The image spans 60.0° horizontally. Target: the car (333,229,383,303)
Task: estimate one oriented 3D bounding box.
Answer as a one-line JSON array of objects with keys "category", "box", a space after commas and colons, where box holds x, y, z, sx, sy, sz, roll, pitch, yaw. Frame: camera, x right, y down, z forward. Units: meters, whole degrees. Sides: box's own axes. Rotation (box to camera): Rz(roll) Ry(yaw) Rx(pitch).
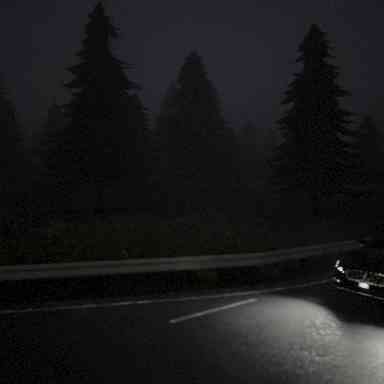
[{"category": "car", "box": [5.202, 1.500, 7.550, 4.892, 1.490, 1.837, 0, 0, -34]}]
